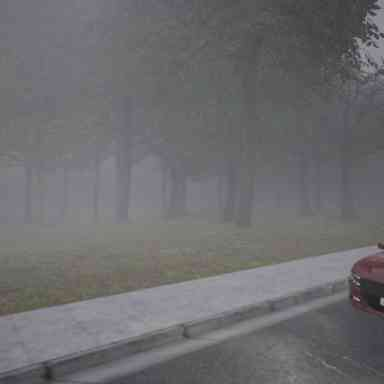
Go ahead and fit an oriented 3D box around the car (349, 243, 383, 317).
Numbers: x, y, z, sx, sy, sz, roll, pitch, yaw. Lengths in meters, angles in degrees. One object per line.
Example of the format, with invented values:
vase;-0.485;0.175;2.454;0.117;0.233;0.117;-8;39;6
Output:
car;5.137;1.475;6.716;5.008;1.535;1.882;0;0;-36
